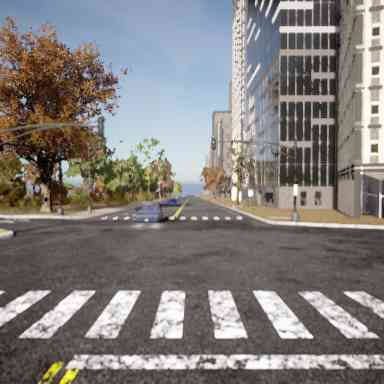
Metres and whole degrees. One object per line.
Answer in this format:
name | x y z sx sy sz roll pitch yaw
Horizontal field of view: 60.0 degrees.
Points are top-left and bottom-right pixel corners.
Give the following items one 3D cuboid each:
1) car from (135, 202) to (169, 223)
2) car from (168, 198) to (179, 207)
car | -3.295 1.692 26.781 2.033 1.411 5.357 0 -1 0
car | -3.346 1.836 60.253 1.882 1.535 5.008 0 0 0
